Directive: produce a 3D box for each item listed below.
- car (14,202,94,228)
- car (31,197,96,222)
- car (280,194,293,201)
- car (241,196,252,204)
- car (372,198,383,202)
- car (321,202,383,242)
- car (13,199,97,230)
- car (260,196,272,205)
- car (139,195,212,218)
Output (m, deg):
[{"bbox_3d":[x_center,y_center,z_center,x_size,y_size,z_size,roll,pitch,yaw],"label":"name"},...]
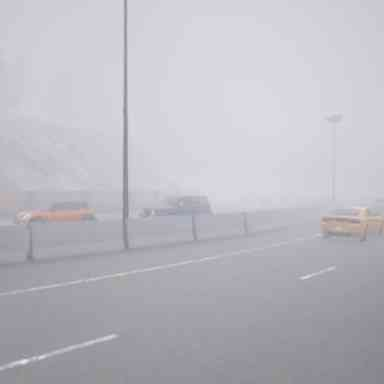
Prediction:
[{"bbox_3d":[-9.683,1.522,23.585,4.892,1.490,1.837,0,0,-44],"label":"car"},{"bbox_3d":[-10.570,1.372,27.602,2.097,1.767,4.553,0,0,44],"label":"car"},{"bbox_3d":[16.812,1.005,59.436,2.097,1.767,4.553,0,0,8],"label":"car"},{"bbox_3d":[9.877,1.350,60.381,2.033,1.411,5.357,0,0,8],"label":"car"},{"bbox_3d":[19.539,1.341,33.736,2.097,1.767,4.553,0,0,27],"label":"car"},{"bbox_3d":[8.156,1.473,16.677,1.882,1.535,5.008,0,0,42],"label":"car"},{"bbox_3d":[-8.251,1.367,20.218,4.553,1.767,2.097,0,0,-42],"label":"car"},{"bbox_3d":[13.340,1.492,59.876,1.882,1.535,5.008,0,0,8],"label":"car"},{"bbox_3d":[-0.933,1.229,22.426,2.150,2.045,5.566,0,0,42],"label":"car"}]
